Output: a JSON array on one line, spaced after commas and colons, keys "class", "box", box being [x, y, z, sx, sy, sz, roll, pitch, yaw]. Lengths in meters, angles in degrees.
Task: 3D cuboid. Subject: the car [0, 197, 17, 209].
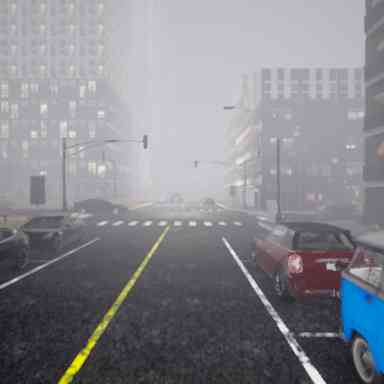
[{"class": "car", "box": [-22.017, 1.094, 36.632, 4.829, 1.417, 1.752, 1, -1, -1]}]

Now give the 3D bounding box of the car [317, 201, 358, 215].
[{"class": "car", "box": [16.042, 1.726, 36.961, 4.097, 1.590, 1.967, 1, -1, -1]}]

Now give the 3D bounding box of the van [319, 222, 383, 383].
[{"class": "van", "box": [2.689, 1.338, 2.717, 1.690, 1.788, 3.998, 0, 0, 0]}]

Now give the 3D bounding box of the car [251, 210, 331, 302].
[{"class": "car", "box": [2.691, 1.432, 8.268, 1.967, 1.590, 4.097, 0, 0, 0]}]

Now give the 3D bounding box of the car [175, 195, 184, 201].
[{"class": "car", "box": [-2.969, 1.488, 80.057, 1.994, 1.385, 4.181, 0, 0, 0]}]

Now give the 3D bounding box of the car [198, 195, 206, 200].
[{"class": "car", "box": [2.723, 1.481, 91.396, 1.887, 1.381, 4.507, 0, 0, 0]}]

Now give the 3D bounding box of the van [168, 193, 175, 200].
[{"class": "van", "box": [-5.658, 1.278, 91.399, 1.690, 1.788, 3.998, 0, 0, 0]}]

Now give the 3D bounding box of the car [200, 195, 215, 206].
[{"class": "car", "box": [2.709, 1.523, 53.159, 1.947, 1.339, 4.313, 0, 0, 0]}]

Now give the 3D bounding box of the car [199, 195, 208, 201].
[{"class": "car", "box": [2.719, 1.492, 80.089, 2.008, 1.369, 4.403, 0, 0, 0]}]

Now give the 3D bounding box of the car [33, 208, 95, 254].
[{"class": "car", "box": [-5.687, 1.553, 13.517, 1.947, 1.339, 4.313, 0, 0, 0]}]

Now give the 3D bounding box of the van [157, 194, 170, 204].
[{"class": "van", "box": [-5.669, 1.292, 63.128, 1.690, 1.788, 3.998, 0, 0, 0]}]

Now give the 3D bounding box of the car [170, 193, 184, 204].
[{"class": "car", "box": [-2.984, 1.170, 64.529, 2.150, 2.045, 5.566, 0, 0, 0]}]

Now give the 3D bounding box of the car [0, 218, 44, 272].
[{"class": "car", "box": [-5.689, 1.558, 8.270, 1.947, 1.339, 4.313, 0, 0, 0]}]

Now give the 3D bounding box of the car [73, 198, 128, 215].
[{"class": "car", "box": [-8.451, 1.329, 30.988, 5.008, 1.535, 1.882, 1, 0, -1]}]

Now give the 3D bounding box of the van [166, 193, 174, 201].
[{"class": "van", "box": [-5.660, 1.280, 85.745, 1.690, 1.788, 3.998, 0, 0, 0]}]
